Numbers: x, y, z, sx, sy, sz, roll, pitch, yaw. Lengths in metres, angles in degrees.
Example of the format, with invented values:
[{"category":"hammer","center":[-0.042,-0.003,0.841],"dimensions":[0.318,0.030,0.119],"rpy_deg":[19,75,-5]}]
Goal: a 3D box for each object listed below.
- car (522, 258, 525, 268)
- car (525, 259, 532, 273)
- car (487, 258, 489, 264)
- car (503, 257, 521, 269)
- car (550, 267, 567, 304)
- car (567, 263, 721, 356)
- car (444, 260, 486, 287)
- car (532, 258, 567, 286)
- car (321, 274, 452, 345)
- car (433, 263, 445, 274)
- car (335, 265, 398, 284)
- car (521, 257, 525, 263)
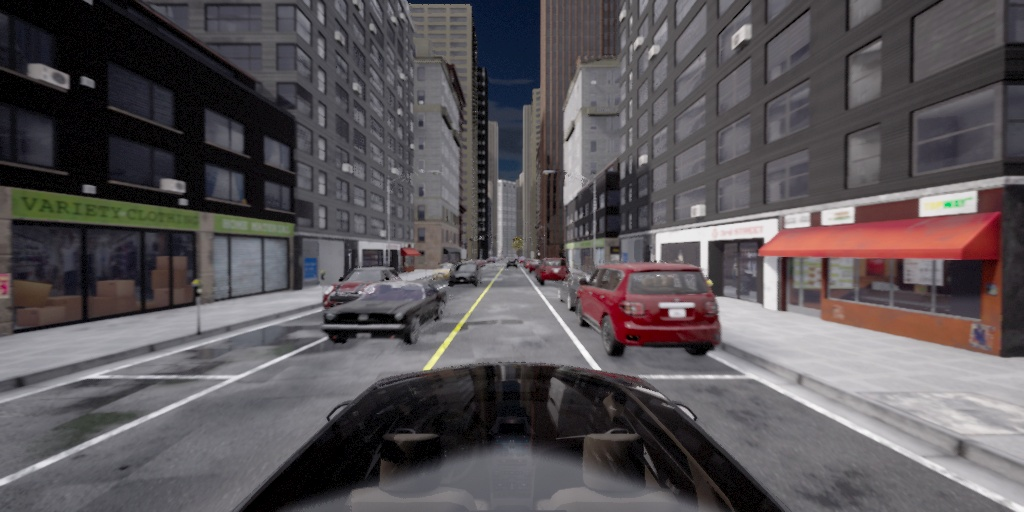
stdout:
[{"category":"car","center":[2.858,1.326,53.757],"dimensions":[1.802,1.307,4.207],"rpy_deg":[0,0,0]},{"category":"car","center":[2.858,1.288,42.458],"dimensions":[1.888,1.381,4.507],"rpy_deg":[0,0,0]},{"category":"car","center":[-5.668,1.330,65.047],"dimensions":[1.802,1.307,4.207],"rpy_deg":[0,0,0]},{"category":"car","center":[0.002,1.250,57.162],"dimensions":[1.837,1.490,4.892],"rpy_deg":[0,0,0]},{"category":"car","center":[2.857,1.297,14.211],"dimensions":[2.007,1.370,4.403],"rpy_deg":[0,0,0]},{"category":"car","center":[2.857,1.063,8.561],"dimensions":[2.192,1.841,5.009],"rpy_deg":[0,0,0]},{"category":"car","center":[-3.060,1.250,24.374],"dimensions":[1.837,1.490,4.892],"rpy_deg":[0,0,0]},{"category":"car","center":[2.858,1.059,25.512],"dimensions":[2.192,1.841,5.009],"rpy_deg":[0,0,0]},{"category":"car","center":[-3.068,1.349,9.641],"dimensions":[1.895,1.301,4.718],"rpy_deg":[0,0,0]},{"category":"car","center":[-5.668,1.268,30.984],"dimensions":[1.751,1.417,4.829],"rpy_deg":[0,0,0]},{"category":"car","center":[-5.668,1.186,14.206],"dimensions":[1.967,1.591,4.097],"rpy_deg":[0,0,0]},{"category":"car","center":[2.858,1.312,59.406],"dimensions":[1.948,1.339,4.313],"rpy_deg":[0,0,0]}]
